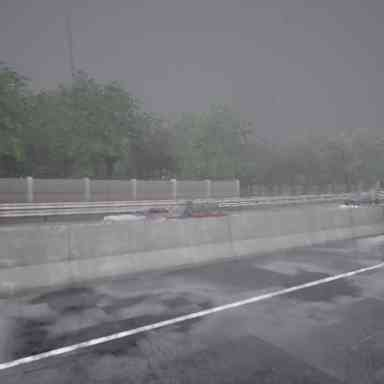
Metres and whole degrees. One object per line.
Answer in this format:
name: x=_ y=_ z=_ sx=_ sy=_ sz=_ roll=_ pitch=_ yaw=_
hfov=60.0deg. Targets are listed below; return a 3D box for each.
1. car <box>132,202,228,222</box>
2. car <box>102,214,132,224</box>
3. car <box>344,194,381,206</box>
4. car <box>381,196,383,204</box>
car: x=-0.312 y=1.316 z=16.594 sx=4.553 sy=1.767 sz=2.097 roll=-1 pitch=0 yaw=-35
car: x=-2.674 y=1.567 z=19.219 sx=4.718 sy=1.301 sz=1.895 roll=0 pitch=0 yaw=-35
car: x=22.112 y=0.999 z=43.672 sx=5.357 sy=1.411 sz=2.033 roll=-2 pitch=1 yaw=-37
car: x=25.126 y=1.014 z=42.221 sx=4.718 sy=1.301 sz=1.895 roll=-1 pitch=1 yaw=-34
